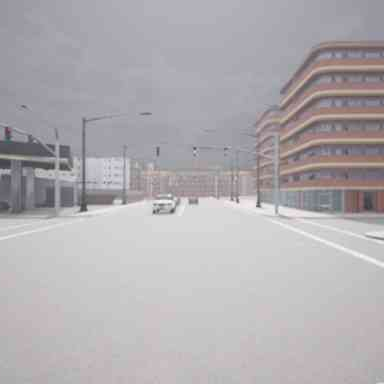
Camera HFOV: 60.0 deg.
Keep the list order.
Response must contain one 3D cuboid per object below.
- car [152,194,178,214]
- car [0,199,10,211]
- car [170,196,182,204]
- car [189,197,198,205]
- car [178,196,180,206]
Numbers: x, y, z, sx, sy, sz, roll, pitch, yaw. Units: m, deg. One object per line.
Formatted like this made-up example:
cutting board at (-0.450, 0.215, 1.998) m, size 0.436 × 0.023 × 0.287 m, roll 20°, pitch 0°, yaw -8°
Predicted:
car at (-3.087, 1.304, 37.394) m, size 2.150 × 2.045 × 5.566 m, roll 0°, pitch 0°, yaw 2°
car at (-23.996, 1.547, 39.715) m, size 3.806 × 1.475 × 1.970 m, roll 0°, pitch 0°, yaw 1°
car at (-3.271, 1.648, 68.332) m, size 2.128 × 1.511 × 4.902 m, roll 0°, pitch 0°, yaw 0°
car at (0.262, 1.631, 64.055) m, size 2.128 × 1.511 × 4.902 m, roll 0°, pitch 0°, yaw 0°
car at (-3.164, 1.652, 47.690) m, size 2.033 × 1.411 × 5.357 m, roll 0°, pitch 0°, yaw 0°
